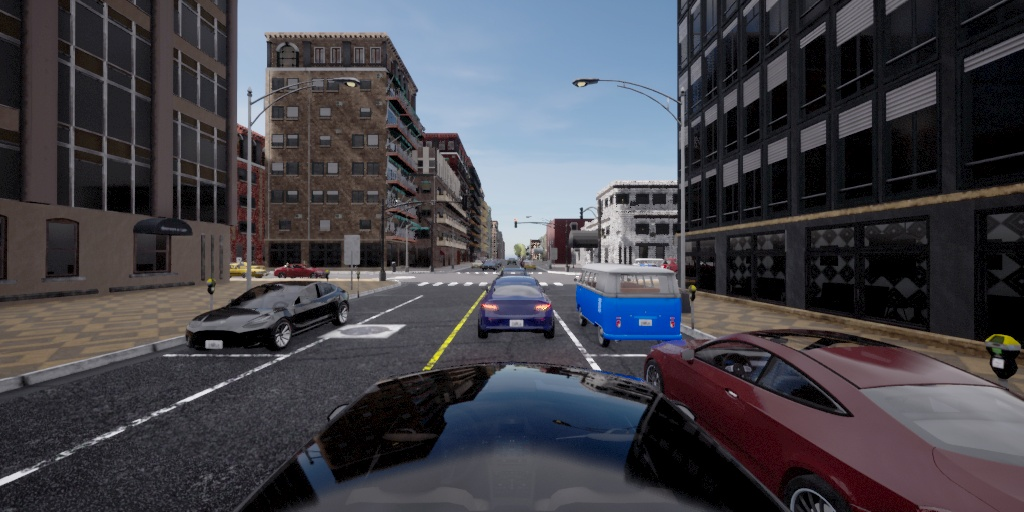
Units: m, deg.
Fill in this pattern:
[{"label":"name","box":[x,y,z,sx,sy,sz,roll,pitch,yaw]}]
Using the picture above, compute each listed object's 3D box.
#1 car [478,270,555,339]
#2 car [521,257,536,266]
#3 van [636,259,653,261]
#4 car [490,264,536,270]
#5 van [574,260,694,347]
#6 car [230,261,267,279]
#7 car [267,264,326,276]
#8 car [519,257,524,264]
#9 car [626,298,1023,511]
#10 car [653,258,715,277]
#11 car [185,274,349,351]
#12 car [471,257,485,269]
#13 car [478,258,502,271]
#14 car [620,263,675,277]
[{"label":"car","box":[0.100,1.277,10.000,1.812,1.442,4.674,0,0,0]},{"label":"car","box":[2.684,1.311,53.956,1.751,1.417,4.829,0,0,0]},{"label":"van","box":[14.893,1.175,38.266,3.998,1.789,1.690,0,0,0]},{"label":"car","box":[0.090,1.318,18.451,1.994,1.385,4.181,0,0,0]},{"label":"van","box":[2.656,1.092,9.000,1.690,1.789,3.998,0,0,0]},{"label":"car","box":[-22.963,1.216,29.791,4.829,1.417,1.751,0,0,0]},{"label":"car","box":[-17.470,1.284,29.805,4.207,1.307,1.802,0,0,0]},{"label":"car","box":[2.683,1.382,64.865,1.802,1.307,4.207,0,0,0]},{"label":"car","box":[2.657,1.332,3.311,1.802,1.307,4.207,0,0,0]},{"label":"car","box":[14.916,1.107,29.886,5.009,1.841,2.192,0,0,0]},{"label":"car","box":[-5.691,1.317,9.025,1.948,1.339,4.313,0,0,0]},{"label":"car","box":[-5.697,1.318,59.153,1.751,1.417,4.829,0,0,0]},{"label":"car","box":[-3.067,1.329,50.632,2.033,1.411,5.357,0,0,3]},{"label":"car","box":[13.399,1.418,35.696,4.718,1.301,1.895,0,0,1]}]
